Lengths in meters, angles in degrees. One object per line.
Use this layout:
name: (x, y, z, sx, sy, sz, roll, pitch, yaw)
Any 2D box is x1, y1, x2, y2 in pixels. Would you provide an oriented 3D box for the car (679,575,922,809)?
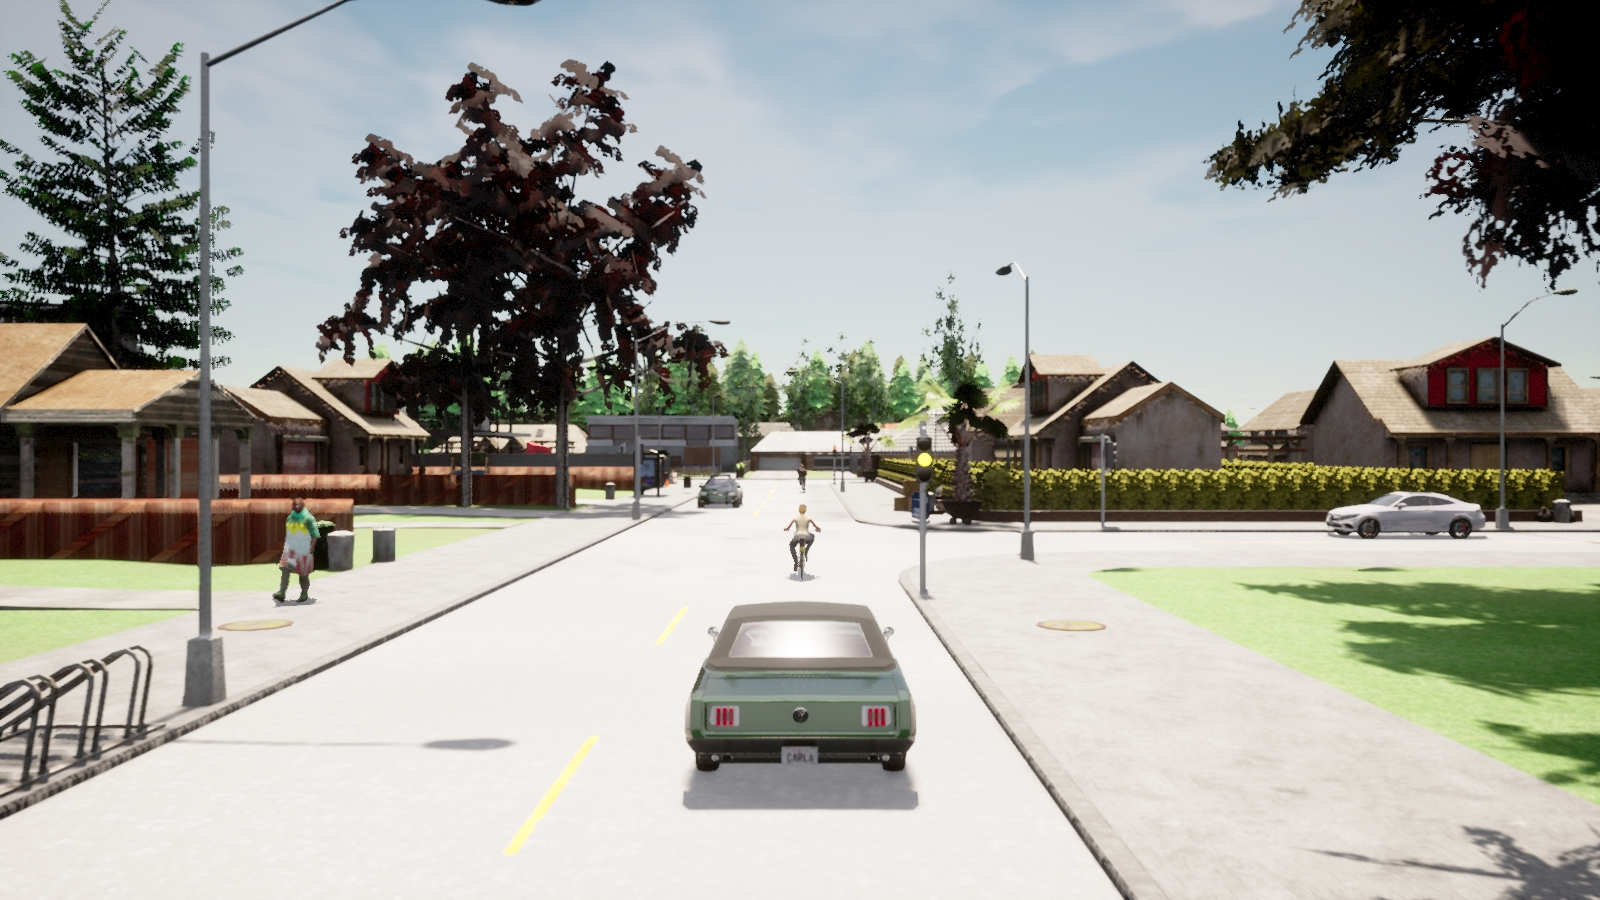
car: (0.009, 2.144, 11.264, 1.895, 1.301, 4.718, 0, 0, 0)

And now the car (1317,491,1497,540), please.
car: (19.220, 2.048, 36.330, 4.674, 1.442, 2.002, 0, 0, 0)

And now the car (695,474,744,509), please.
car: (-3.860, 1.986, 55.698, 2.038, 1.542, 4.974, 0, 0, 0)

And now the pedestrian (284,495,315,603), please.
pedestrian: (-8.773, 1.723, 20.032, 0.375, 1.860, 0.375, 0, 0, 5)
